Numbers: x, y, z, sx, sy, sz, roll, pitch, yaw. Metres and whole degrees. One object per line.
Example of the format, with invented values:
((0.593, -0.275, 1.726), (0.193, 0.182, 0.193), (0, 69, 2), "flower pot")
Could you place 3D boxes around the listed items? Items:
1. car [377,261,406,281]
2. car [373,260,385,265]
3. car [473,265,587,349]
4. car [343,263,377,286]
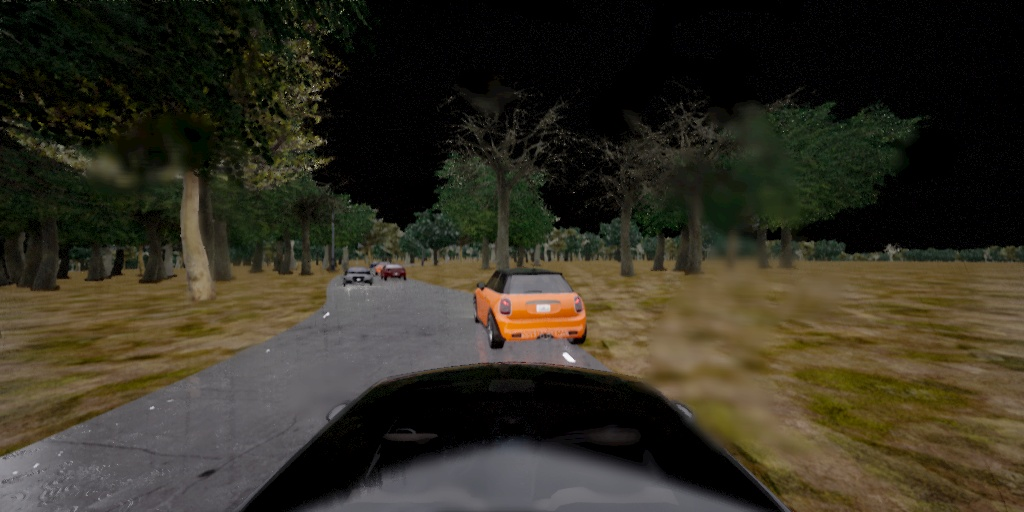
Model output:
((-11.149, 1.444, 33.540), (1.882, 1.535, 5.008), (0, -1, -25), "car")
((-16.024, 1.442, 44.908), (2.097, 1.767, 4.553), (0, -1, -22), "car")
((0.205, 1.089, 9.411), (2.097, 1.767, 4.553), (0, 0, -12), "car")
((-11.591, 1.475, 26.873), (1.994, 1.385, 4.181), (0, -1, -26), "car")
